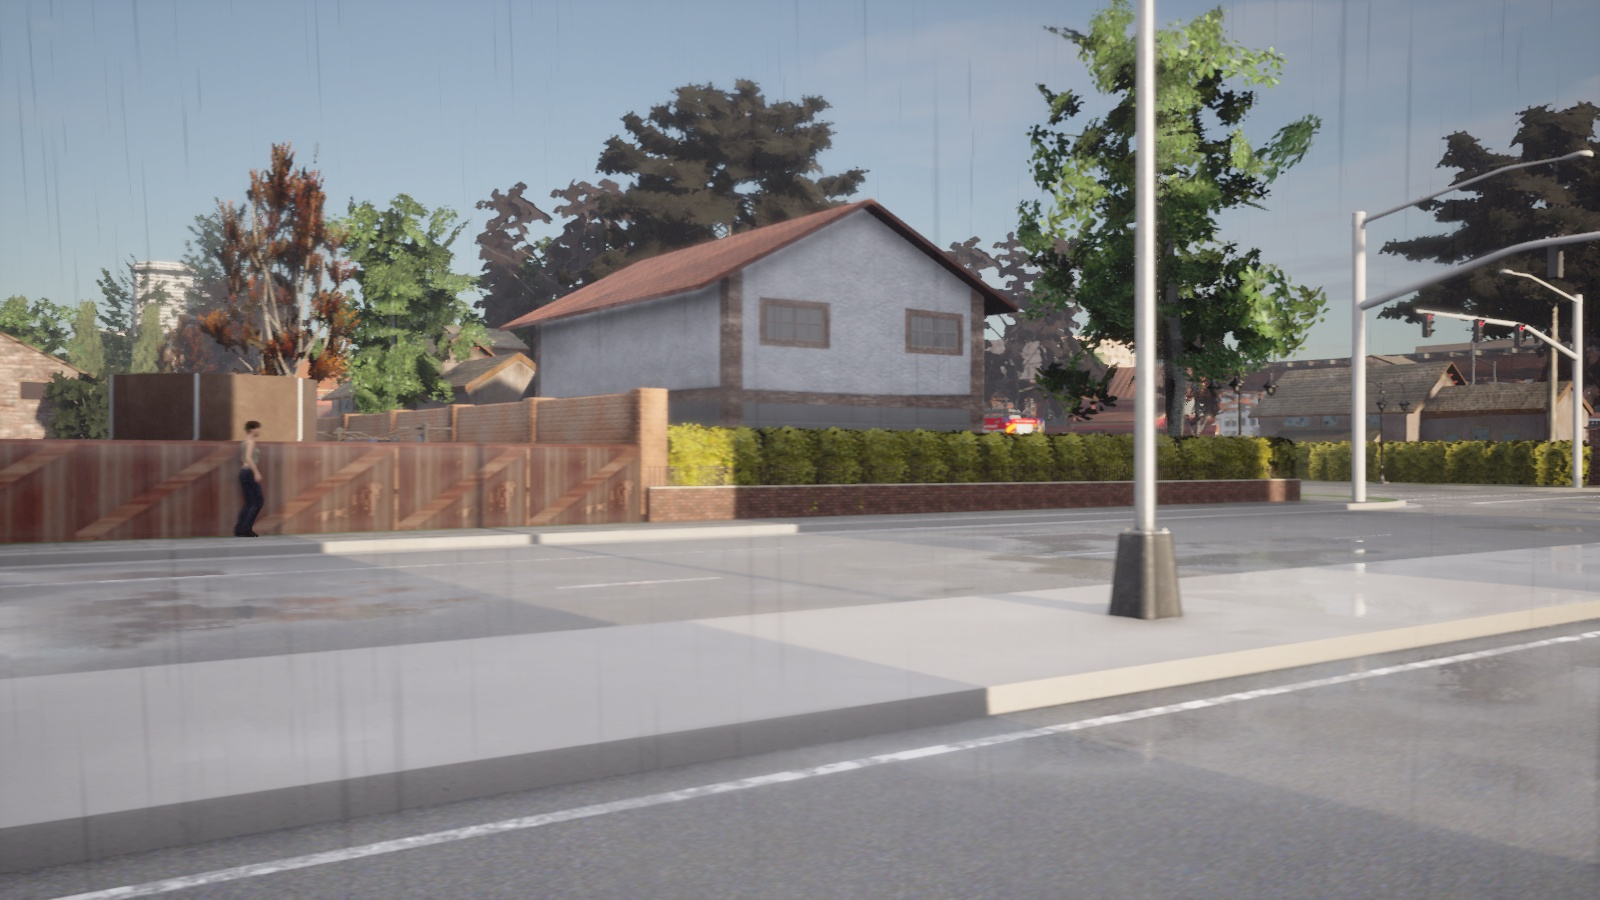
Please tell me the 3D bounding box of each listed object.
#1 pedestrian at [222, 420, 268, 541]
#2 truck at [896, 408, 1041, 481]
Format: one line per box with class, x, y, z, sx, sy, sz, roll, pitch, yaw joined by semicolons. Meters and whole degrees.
pedestrian;-8.616;0.466;19.505;0.594;1.836;0.345;0;0;-34
truck;9.160;-0.269;69.384;2.891;3.827;8.468;0;0;-35
